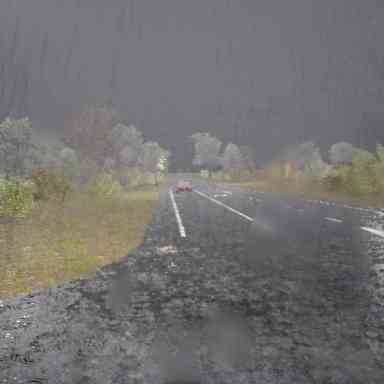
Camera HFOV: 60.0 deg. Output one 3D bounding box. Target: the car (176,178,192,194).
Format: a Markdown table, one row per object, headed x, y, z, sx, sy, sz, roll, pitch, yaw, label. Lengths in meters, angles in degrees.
| x | y | z | sx | sy | sz | roll | pitch | yaw | label |
| --- | --- | --- | --- | --- | --- | --- | --- | --- | --- |
| -1.145 | -0.675 | 43.885 | 1.882 | 1.535 | 5.008 | -2 | 3 | -5 | car |
